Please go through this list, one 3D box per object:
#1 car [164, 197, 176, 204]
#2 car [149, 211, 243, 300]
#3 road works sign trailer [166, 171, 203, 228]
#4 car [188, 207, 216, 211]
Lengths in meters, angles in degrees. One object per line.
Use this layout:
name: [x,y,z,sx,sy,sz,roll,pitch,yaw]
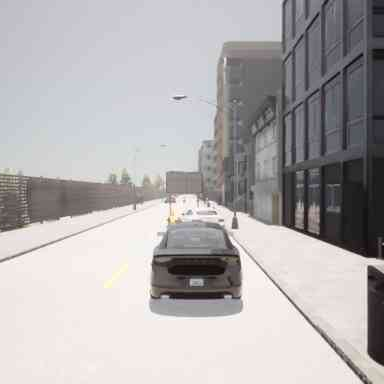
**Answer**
car: [-4.113,1.562,62.731,1.994,1.385,4.181,0,0,0]
car: [0.084,1.477,8.469,1.882,1.535,5.008,0,0,0]
road works sign trailer: [-0.529,0.464,21.298,2.380,3.560,2.880,0,0,-16]
car: [0.484,1.538,17.818,1.812,1.442,4.674,0,-1,-10]
